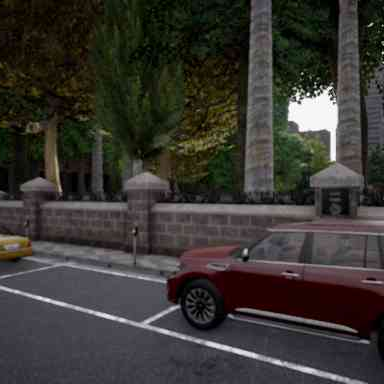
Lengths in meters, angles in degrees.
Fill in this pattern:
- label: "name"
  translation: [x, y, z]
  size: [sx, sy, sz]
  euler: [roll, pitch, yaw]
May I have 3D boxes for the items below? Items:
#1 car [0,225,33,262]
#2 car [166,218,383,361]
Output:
- label: "car"
  translation: [-7.419, 1.630, 11.296]
  size: [4.829, 1.417, 1.752]
  euler: [0, 0, 32]
- label: "car"
  translation: [1.983, 1.353, 5.430]
  size: [5.009, 1.841, 2.192]
  euler: [0, 0, 32]
